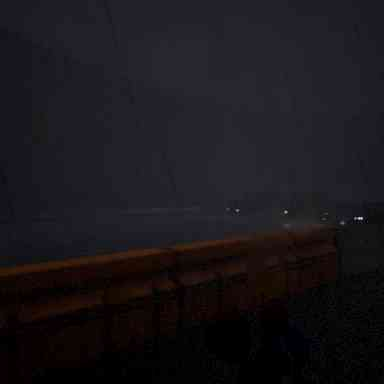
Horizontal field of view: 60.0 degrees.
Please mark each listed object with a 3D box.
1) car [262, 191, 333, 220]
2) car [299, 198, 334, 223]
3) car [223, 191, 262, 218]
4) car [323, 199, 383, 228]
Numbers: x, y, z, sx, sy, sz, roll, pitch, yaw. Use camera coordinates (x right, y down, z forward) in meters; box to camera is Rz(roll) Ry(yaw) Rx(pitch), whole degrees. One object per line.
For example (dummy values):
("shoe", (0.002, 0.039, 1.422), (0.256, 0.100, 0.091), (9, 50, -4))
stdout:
("car", (8.342, 0.950, 25.075), (5.566, 2.045, 2.150), (-1, 0, -27))
("car", (9.442, 1.312, 21.684), (4.181, 1.385, 1.994), (-1, 1, -27))
("car", (5.284, 0.953, 27.424), (5.566, 2.045, 2.150), (0, 0, -27))
("car", (9.755, 1.269, 17.896), (4.902, 1.511, 2.128), (-1, 0, -28))
